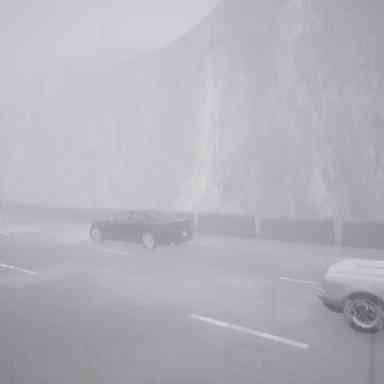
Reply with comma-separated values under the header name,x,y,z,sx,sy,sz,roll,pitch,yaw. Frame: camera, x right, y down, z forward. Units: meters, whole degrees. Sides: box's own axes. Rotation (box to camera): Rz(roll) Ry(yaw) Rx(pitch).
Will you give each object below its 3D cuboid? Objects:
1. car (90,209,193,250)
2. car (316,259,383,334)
name,x,y,z,sx,sy,sz,roll,pitch,yaw
car,-2.282,1.452,14.228,5.008,1.535,1.882,0,0,36
car,4.485,1.602,5.089,4.718,1.301,1.895,0,0,36
